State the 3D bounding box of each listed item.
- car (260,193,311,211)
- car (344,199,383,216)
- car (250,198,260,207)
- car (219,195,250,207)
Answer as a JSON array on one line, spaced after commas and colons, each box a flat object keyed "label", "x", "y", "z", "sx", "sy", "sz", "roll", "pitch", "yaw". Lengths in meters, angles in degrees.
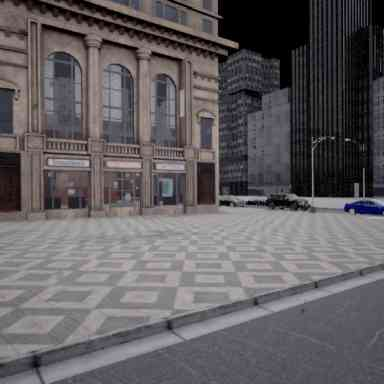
[{"label": "car", "x": 11.110, "y": 1.142, "z": 38.938, "sx": 2.150, "sy": 2.045, "sz": 5.566, "roll": -1, "pitch": 0, "yaw": -34}, {"label": "car", "x": 16.680, "y": 1.426, "z": 30.701, "sx": 1.882, "sy": 1.535, "sz": 5.008, "roll": -1, "pitch": 1, "yaw": -35}, {"label": "car", "x": 9.077, "y": 1.470, "z": 47.659, "sx": 1.895, "sy": 1.301, "sz": 4.718, "roll": -1, "pitch": 0, "yaw": -34}, {"label": "car", "x": 5.539, "y": 1.244, "z": 47.203, "sx": 2.097, "sy": 1.767, "sz": 4.553, "roll": -1, "pitch": 0, "yaw": -34}]
